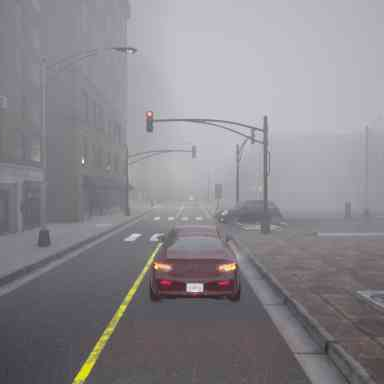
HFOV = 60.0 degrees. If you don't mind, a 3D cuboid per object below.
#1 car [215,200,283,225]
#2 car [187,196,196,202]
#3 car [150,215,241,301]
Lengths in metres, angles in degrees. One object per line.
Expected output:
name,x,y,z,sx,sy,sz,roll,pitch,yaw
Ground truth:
car,3.836,1.339,22.971,4.553,1.767,2.097,0,0,-11
car,-0.076,1.567,76.160,1.812,1.442,4.674,0,0,0
car,0.083,1.526,8.184,1.812,1.442,4.674,0,0,1
